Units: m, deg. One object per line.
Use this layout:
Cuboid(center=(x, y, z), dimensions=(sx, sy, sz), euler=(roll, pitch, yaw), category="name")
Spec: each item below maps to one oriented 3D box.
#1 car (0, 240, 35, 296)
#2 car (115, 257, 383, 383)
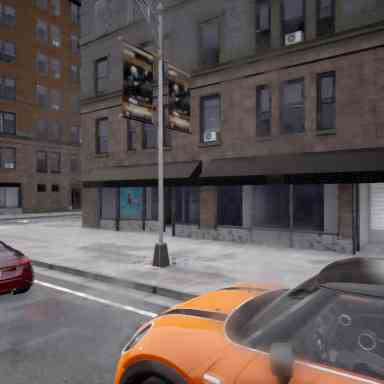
Cuboid(center=(-5.456, 1.564, 7.558), dimensions=(4.181, 1.385, 1.994), euler=(0, 0, 36), category="car")
Cuboid(center=(1.486, 1.352, 2.627), dimensions=(4.553, 1.767, 2.097), euler=(0, 0, 35), category="car")
